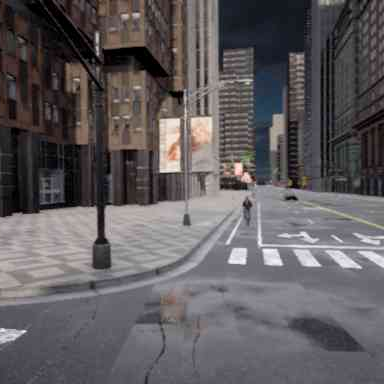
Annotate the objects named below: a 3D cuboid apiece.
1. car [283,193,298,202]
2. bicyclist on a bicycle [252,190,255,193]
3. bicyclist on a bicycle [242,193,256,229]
[{"bbox_3d":[15.149,0.787,51.341,1.895,1.301,4.718,0,1,11],"label":"car"},{"bbox_3d":[8.448,0.677,45.791,0.659,1.776,1.843,0,1,11],"label":"bicyclist on a bicycle"},{"bbox_3d":[2.991,1.091,18.092,0.659,1.776,1.843,0,1,11],"label":"bicyclist on a bicycle"}]
